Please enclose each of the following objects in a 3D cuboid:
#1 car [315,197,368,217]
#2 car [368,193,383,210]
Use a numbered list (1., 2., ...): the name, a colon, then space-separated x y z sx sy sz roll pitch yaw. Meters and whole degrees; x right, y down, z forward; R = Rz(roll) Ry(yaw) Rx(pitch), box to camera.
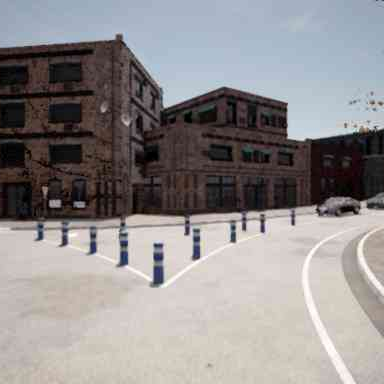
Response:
1. car: 12.316 1.195 27.931 4.902 1.511 2.128 -2 1 -37
2. car: 19.347 0.845 33.251 4.553 1.767 2.097 -2 1 -37
